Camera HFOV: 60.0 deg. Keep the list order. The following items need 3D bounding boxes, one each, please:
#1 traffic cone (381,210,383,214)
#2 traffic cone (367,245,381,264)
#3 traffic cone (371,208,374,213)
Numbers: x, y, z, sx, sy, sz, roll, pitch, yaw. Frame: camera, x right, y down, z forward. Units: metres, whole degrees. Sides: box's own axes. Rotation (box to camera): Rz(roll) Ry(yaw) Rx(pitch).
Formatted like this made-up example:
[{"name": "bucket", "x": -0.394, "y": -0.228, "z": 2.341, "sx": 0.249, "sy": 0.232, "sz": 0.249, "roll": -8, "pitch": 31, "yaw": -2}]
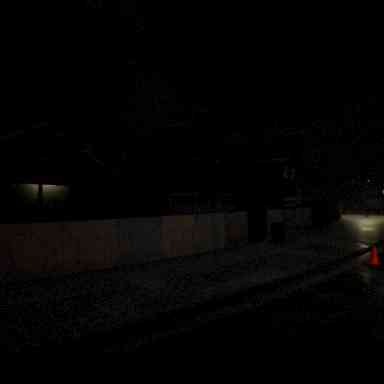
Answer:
[{"name": "traffic cone", "x": 23.026, "y": 2.421, "z": 40.261, "sx": 0.340, "sy": 0.580, "sz": 0.340, "roll": 0, "pitch": -1, "yaw": 18}, {"name": "traffic cone", "x": 6.112, "y": 2.090, "z": 11.158, "sx": 0.340, "sy": 0.580, "sz": 0.340, "roll": 0, "pitch": -1, "yaw": 43}, {"name": "traffic cone", "x": 24.360, "y": 2.470, "z": 44.919, "sx": 0.340, "sy": 0.580, "sz": 0.340, "roll": 0, "pitch": -1, "yaw": 14}]
